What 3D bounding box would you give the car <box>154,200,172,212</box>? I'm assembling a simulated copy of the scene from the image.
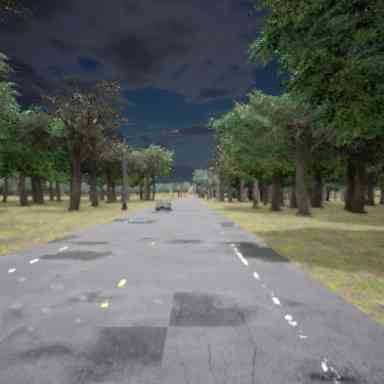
[{"bbox_3d":[-3.590,1.774,42.491,1.994,1.385,4.181,0,0,0],"label":"car"}]
